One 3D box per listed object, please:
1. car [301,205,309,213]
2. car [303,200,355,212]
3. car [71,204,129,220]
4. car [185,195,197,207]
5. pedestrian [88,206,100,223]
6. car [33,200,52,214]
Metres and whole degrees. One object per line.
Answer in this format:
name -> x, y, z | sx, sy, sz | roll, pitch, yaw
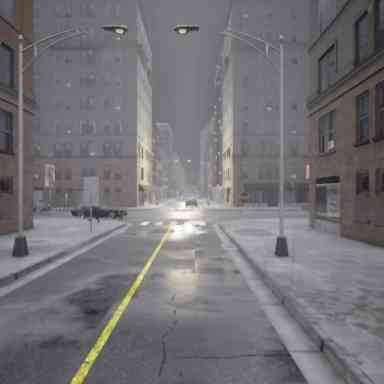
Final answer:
car -> 14.839, 1.658, 36.438 | 5.357, 1.411, 2.033 | 0, 0, 0
car -> 16.246, 1.665, 39.687 | 5.357, 1.411, 2.033 | 0, 0, 0
car -> -7.992, 1.723, 28.982 | 4.718, 1.301, 1.895 | 0, 0, 13
car -> -0.074, 1.717, 57.945 | 2.128, 1.511, 4.902 | 0, 0, 0
pedestrian -> -6.812, 1.226, 23.048 | 0.375, 1.860, 0.375 | 0, 0, 0
car -> -17.933, 1.649, 36.435 | 4.902, 1.511, 2.128 | 0, 0, 0
